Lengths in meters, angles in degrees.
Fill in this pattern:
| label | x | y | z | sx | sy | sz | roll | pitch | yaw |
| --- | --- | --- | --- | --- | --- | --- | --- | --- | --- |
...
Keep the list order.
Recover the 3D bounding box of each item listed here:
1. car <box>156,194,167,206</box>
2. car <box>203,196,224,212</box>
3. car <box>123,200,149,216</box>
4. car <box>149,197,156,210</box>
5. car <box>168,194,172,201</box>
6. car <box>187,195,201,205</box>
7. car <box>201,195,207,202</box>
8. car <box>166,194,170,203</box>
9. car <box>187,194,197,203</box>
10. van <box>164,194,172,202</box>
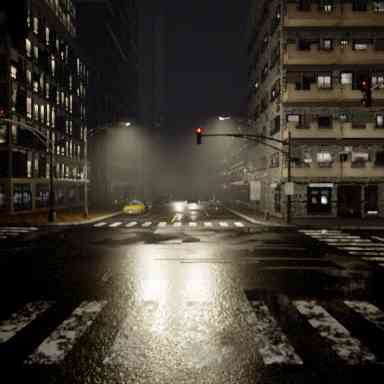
| label | x | y | z | sx | sy | sz | roll | pitch | yaw |
| --- | --- | --- | --- | --- | --- | --- | --- | --- | --- |
| car | -5.661 | 1.524 | 55.669 | 1.887 | 1.381 | 4.507 | -1 | 0 | 0 |
| car | 2.705 | 1.536 | 38.699 | 2.008 | 1.369 | 4.403 | -1 | 0 | 0 |
| car | -5.679 | 1.512 | 32.881 | 1.752 | 1.417 | 4.829 | -1 | 0 | 0 |
| car | -5.674 | 1.551 | 38.705 | 1.947 | 1.339 | 4.313 | -1 | 0 | 0 |
| car | -5.653 | 1.521 | 66.978 | 1.887 | 1.381 | 4.507 | -1 | 0 | 0 |
| car | 0.143 | 1.470 | 59.645 | 2.128 | 1.511 | 4.902 | 0 | 0 | 0 |
| car | 2.730 | 1.414 | 72.627 | 1.967 | 1.590 | 4.097 | -1 | 0 | 0 |
| car | -5.656 | 1.560 | 61.323 | 1.802 | 1.307 | 4.206 | -1 | 0 | 0 |
| car | 0.054 | 1.330 | 71.183 | 2.097 | 1.767 | 4.553 | 0 | 0 | 0 |
| van | -5.647 | 1.314 | 78.288 | 1.690 | 1.788 | 3.998 | -1 | 0 | 0 |
